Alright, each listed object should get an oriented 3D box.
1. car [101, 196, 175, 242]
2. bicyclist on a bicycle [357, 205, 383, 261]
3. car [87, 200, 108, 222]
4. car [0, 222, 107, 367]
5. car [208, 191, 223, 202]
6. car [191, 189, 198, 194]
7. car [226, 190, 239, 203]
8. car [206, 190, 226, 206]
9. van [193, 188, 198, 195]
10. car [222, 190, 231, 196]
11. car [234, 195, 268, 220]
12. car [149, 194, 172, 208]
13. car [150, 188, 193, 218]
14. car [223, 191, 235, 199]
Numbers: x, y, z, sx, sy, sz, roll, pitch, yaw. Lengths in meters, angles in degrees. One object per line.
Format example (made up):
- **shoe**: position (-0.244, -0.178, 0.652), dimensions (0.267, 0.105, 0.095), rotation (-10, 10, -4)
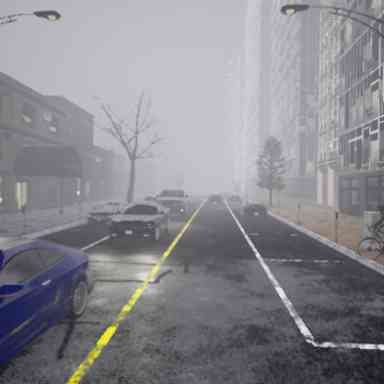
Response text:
- **car**: position (-2.163, 1.181, 14.823), dimensions (1.882, 1.535, 5.008), rotation (1, 1, 4)
- **bicyclist on a bicycle**: position (5.591, 1.193, 9.524), dimensions (1.656, 1.620, 0.582), rotation (1, 1, 4)
- **car**: position (-4.582, 1.148, 19.090), dimensions (2.008, 1.369, 4.403), rotation (2, 1, 4)
- **car**: position (-2.890, 1.408, 4.396), dimensions (1.812, 1.442, 4.674), rotation (1, 1, 6)
- **car**: position (3.571, 0.618, 50.992), dimensions (2.128, 1.511, 4.902), rotation (1, 1, 4)
- **car**: position (0.666, -0.062, 92.264), dimensions (1.802, 1.307, 4.206), rotation (2, 1, 4)
- **car**: position (5.871, 0.777, 46.587), dimensions (1.887, 1.381, 4.507), rotation (2, 1, 4)
- **car**: position (2.721, 0.838, 38.809), dimensions (1.837, 1.490, 4.892), rotation (1, 1, 4)
- **van**: position (0.279, -0.208, 86.629), dimensions (1.690, 1.788, 3.998), rotation (2, 1, 4)
- **car**: position (8.234, 0.225, 80.365), dimensions (1.947, 1.339, 4.313), rotation (2, 1, 4)
- **car**: position (4.399, 1.169, 24.063), dimensions (2.008, 1.369, 4.403), rotation (2, 1, 4)
- **car**: position (-3.306, 0.892, 35.972), dimensions (1.802, 1.307, 4.206), rotation (2, 1, 4)
- **car**: position (-1.414, 0.745, 25.349), dimensions (2.150, 2.045, 5.566), rotation (1, 1, 4)
- **car**: position (7.052, 0.511, 63.476), dimensions (1.947, 1.339, 4.313), rotation (2, 1, 4)
